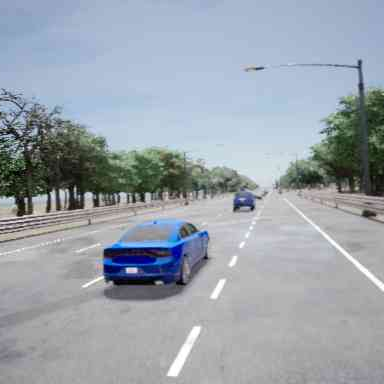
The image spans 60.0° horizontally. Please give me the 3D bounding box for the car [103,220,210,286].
[{"bbox_3d":[-0.747,1.544,9.697,1.882,1.535,5.008,-3,0,14],"label":"car"}]

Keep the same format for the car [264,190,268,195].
[{"bbox_3d":[18.896,0.691,90.636,1.895,1.301,4.718,-3,0,14],"label":"car"}]

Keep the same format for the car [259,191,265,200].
[{"bbox_3d":[13.192,0.980,67.125,1.895,1.301,4.718,-3,0,14],"label":"car"}]

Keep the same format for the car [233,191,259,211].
[{"bbox_3d":[5.829,0.964,36.869,2.150,2.045,5.566,-3,0,14],"label":"car"}]
